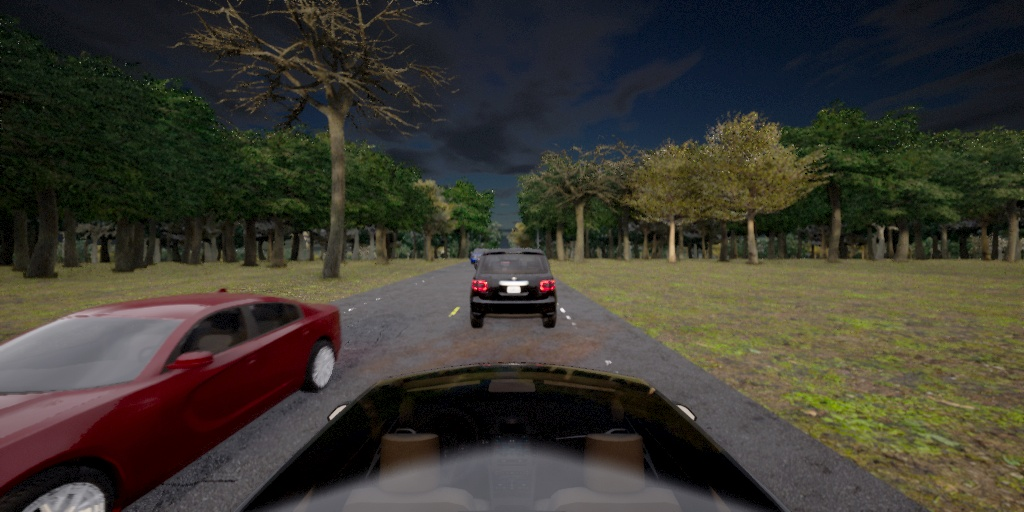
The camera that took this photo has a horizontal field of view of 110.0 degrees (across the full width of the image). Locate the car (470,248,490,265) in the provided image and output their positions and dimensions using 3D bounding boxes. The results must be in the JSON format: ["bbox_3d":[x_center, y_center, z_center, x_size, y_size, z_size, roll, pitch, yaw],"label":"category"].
[{"bbox_3d":[-4.005,0.034,45.828,2.150,2.045,5.566,0,1,0],"label":"car"}]

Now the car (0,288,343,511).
[{"bbox_3d":[-3.618,1.185,3.684,1.882,1.535,5.008,0,1,-1],"label":"car"}]

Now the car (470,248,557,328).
[{"bbox_3d":[0.016,0.778,10.731,2.150,2.045,5.566,0,1,-1],"label":"car"}]
